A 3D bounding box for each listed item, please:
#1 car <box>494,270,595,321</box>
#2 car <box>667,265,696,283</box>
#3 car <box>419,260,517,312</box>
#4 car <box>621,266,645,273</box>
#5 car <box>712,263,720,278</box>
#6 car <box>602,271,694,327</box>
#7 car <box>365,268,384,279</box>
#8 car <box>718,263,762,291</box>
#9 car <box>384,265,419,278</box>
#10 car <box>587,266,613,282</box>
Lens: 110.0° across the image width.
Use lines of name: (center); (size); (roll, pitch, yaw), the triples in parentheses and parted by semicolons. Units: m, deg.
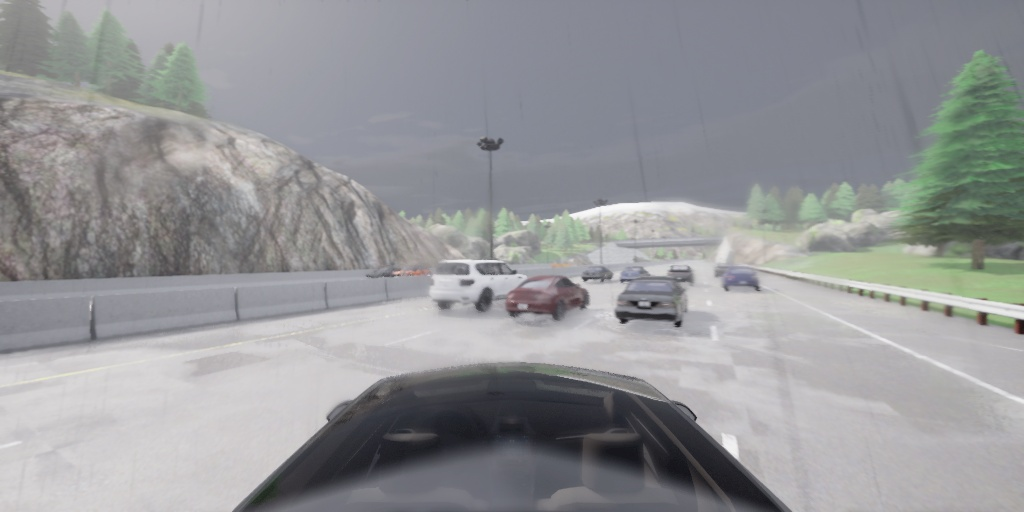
car: (1.412, 1.419, 13.166); (1.812, 1.442, 4.674); (-1, -1, 28)
car: (12.991, 1.436, 27.584); (2.128, 1.511, 4.902); (-1, -1, 28)
car: (-1.203, 1.185, 15.693); (2.150, 2.045, 5.566); (-1, -1, 28)
car: (10.292, 1.561, 29.965); (2.033, 1.411, 5.357); (-1, -1, 28)
car: (21.484, 1.448, 36.197); (2.128, 1.511, 4.902); (-1, -1, 28)
car: (4.803, 1.380, 12.055); (2.033, 1.411, 5.357); (-1, -1, 28)
car: (-13.301, 1.945, 38.160); (1.837, 1.490, 4.892); (-1, -1, 28)
car: (14.371, 1.383, 22.694); (1.812, 1.442, 4.674); (-1, -1, 28)
car: (-10.218, 1.728, 36.509); (2.097, 1.767, 4.553); (-1, -1, 28)
car: (7.892, 1.634, 32.918); (2.033, 1.411, 5.357); (-1, -1, 28)
